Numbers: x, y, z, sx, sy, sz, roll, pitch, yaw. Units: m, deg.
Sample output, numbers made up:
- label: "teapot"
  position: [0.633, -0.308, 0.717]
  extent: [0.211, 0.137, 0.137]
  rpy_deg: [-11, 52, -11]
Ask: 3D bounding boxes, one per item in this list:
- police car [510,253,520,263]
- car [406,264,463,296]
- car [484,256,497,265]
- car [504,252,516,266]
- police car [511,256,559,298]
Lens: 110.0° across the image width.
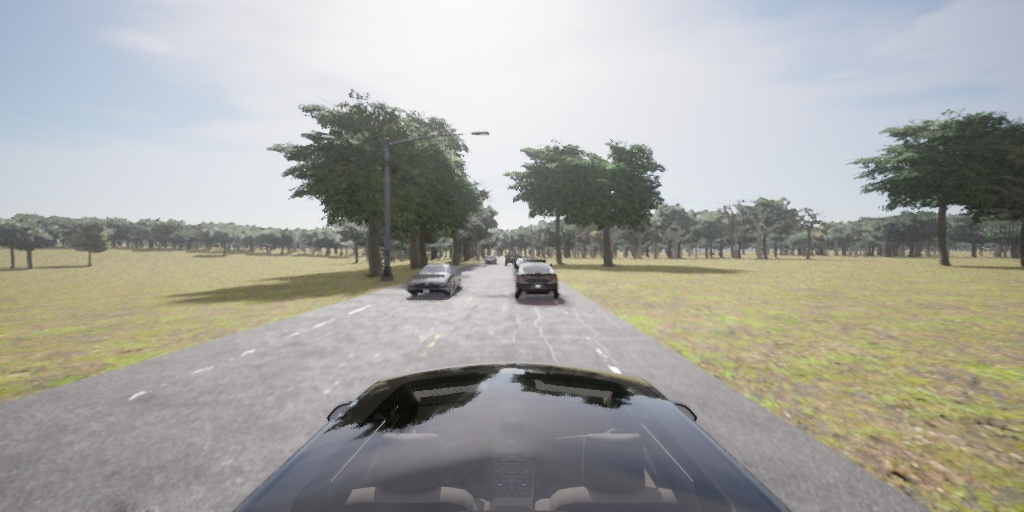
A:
- label: "police car"
  position: [1.042, 0.844, 26.987]
  extent: [1.930, 1.638, 5.238]
  rpy_deg: [0, 1, 0]
- label: "car"
  position: [-3.601, 1.084, 17.754]
  extent: [2.033, 1.411, 5.357]
  rpy_deg: [0, 1, 0]
- label: "car"
  position: [-3.548, 0.675, 60.067]
  extent: [1.837, 1.490, 4.892]
  rpy_deg: [0, 0, 0]
- label: "car"
  position: [0.001, 0.410, 55.043]
  extent: [2.150, 2.045, 5.566]
  rpy_deg: [0, 0, 0]
- label: "police car"
  position: [1.045, 0.972, 16.986]
  extent: [1.930, 1.638, 5.238]
  rpy_deg: [0, 1, 0]
